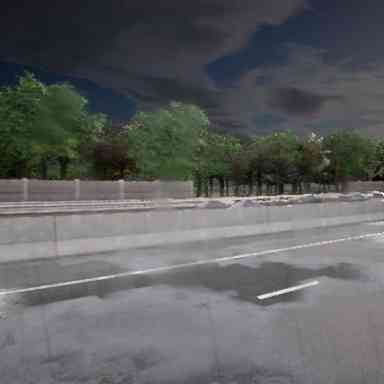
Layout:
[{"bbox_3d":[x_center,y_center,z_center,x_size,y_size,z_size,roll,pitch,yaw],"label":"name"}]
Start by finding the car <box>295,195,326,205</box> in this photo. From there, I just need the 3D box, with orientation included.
[{"bbox_3d":[15.500,1.102,43.457,4.902,1.511,2.128,-1,1,-37],"label":"car"}]

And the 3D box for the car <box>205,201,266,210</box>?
[{"bbox_3d":[3.511,1.420,23.524,4.674,1.442,1.812,-1,0,-35],"label":"car"}]

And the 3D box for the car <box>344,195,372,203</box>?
[{"bbox_3d":[22.156,1.064,44.504,4.181,1.385,1.994,-1,1,-34],"label":"car"}]

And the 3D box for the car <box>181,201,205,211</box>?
[{"bbox_3d":[1.252,1.422,26.217,4.674,1.442,1.812,-1,0,-35],"label":"car"}]
